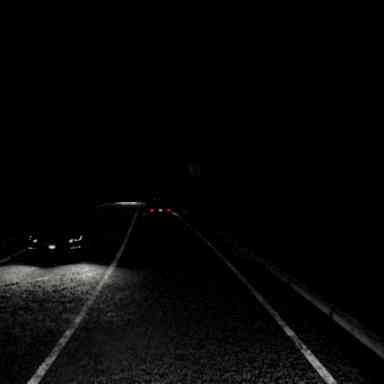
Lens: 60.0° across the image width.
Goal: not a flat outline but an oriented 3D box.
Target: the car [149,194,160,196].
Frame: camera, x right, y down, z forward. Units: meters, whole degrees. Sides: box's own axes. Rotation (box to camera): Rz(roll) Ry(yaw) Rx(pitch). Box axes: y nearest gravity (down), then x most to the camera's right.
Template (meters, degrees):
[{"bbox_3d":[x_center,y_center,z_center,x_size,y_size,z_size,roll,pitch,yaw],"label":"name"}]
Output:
[{"bbox_3d":[-4.878,1.038,42.662,2.128,1.511,4.902,0,1,-8],"label":"car"}]

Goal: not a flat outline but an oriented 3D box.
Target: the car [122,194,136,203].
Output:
[{"bbox_3d":[-9.986,0.945,52.814,1.994,1.385,4.181,0,1,-8],"label":"car"}]

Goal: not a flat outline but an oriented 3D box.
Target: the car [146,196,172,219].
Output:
[{"bbox_3d":[-2.573,1.306,25.944,2.033,1.411,5.357,0,1,-8],"label":"car"}]

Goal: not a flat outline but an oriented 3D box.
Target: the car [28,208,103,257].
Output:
[{"bbox_3d":[-4.561,1.400,12.585,1.837,1.490,4.892,0,1,-7],"label":"car"}]
